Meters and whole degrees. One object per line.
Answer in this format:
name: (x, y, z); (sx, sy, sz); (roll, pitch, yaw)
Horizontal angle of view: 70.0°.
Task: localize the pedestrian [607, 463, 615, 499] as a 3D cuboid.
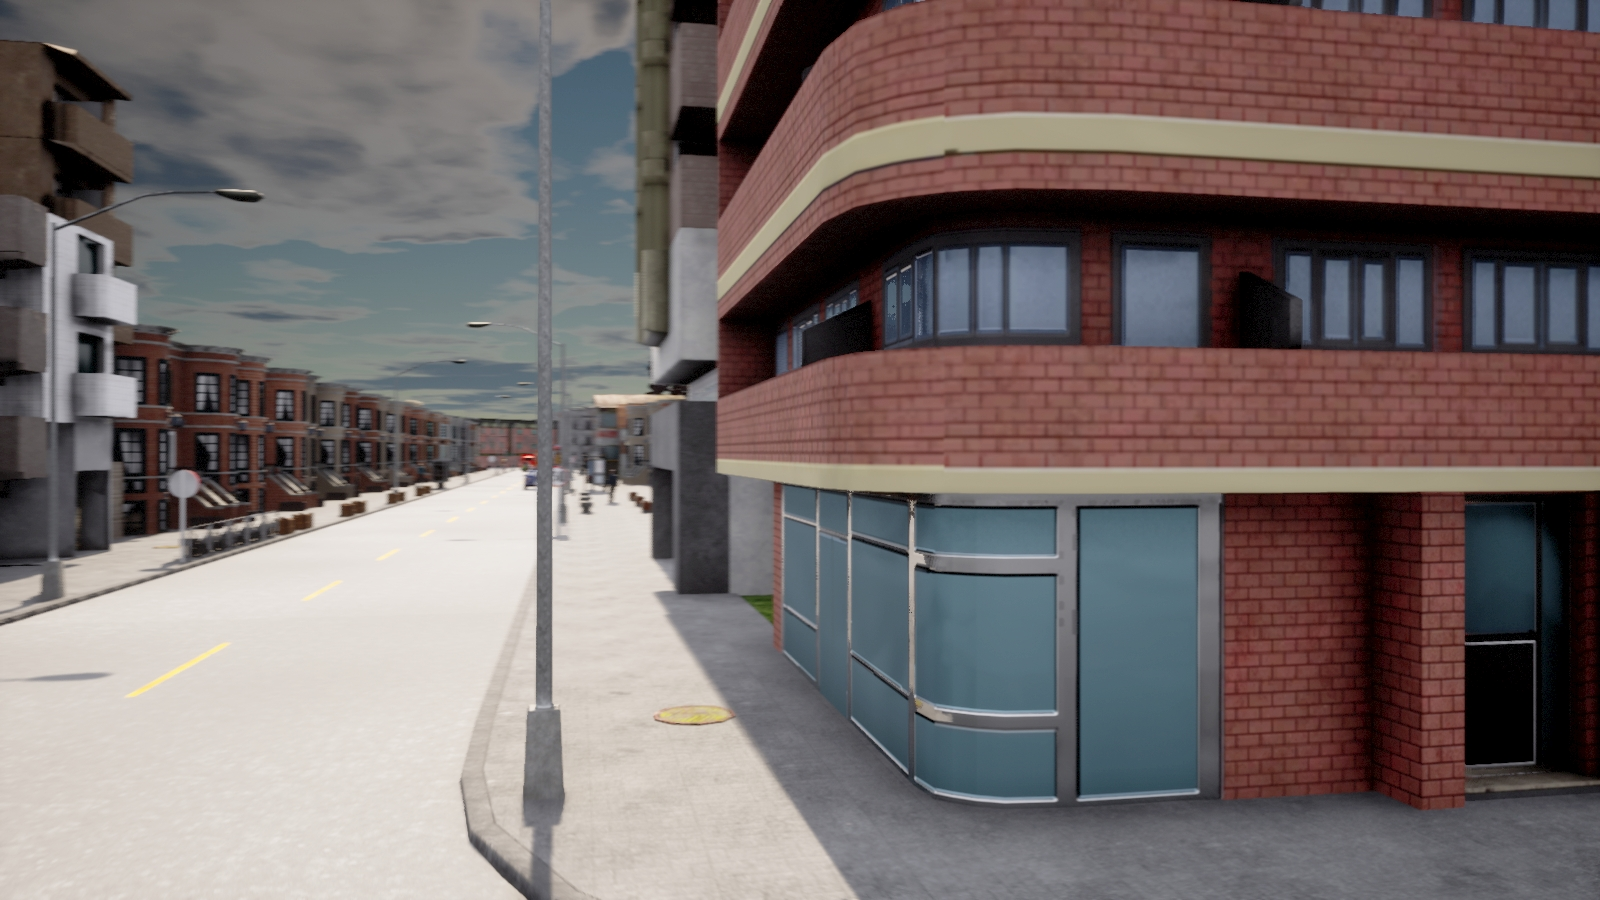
pedestrian: (-9.832, 1.634, 59.547); (0.375, 1.860, 0.375); (0, 0, -14)
